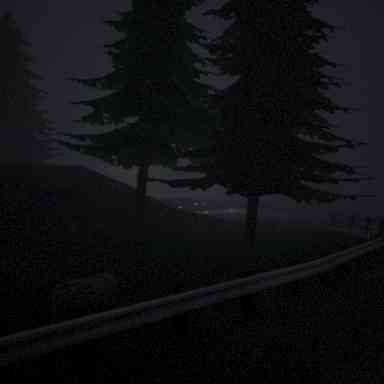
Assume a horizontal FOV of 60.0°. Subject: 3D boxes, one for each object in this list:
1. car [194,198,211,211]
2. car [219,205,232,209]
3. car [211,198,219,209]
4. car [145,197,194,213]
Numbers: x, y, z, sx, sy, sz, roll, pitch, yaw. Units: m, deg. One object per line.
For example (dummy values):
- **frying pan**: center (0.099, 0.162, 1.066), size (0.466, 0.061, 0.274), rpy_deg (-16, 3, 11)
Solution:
- **car**: center (-0.510, 1.388, 40.363), size (4.553, 1.767, 2.097), rpy_deg (0, 0, 38)
- **car**: center (2.921, 1.596, 46.570), size (5.357, 1.411, 2.033), rpy_deg (0, 0, 38)
- **car**: center (0.680, 1.640, 43.882), size (4.718, 1.301, 1.895), rpy_deg (0, 0, 38)
- **car**: center (-2.590, 1.533, 37.545), size (4.892, 1.490, 1.837), rpy_deg (0, 0, 38)
